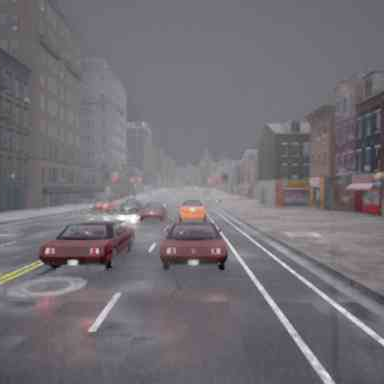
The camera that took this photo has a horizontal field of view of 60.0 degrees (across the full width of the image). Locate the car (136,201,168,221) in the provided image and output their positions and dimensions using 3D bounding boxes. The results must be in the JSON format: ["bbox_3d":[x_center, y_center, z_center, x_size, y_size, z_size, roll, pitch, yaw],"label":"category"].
[{"bbox_3d":[-3.184,1.630,28.251,1.994,1.385,4.181,0,0,0],"label":"car"}]

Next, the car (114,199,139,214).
[{"bbox_3d":[-6.612,1.560,36.342,2.128,1.511,4.902,0,0,0],"label":"car"}]

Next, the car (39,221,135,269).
[{"bbox_3d":[-3.191,1.627,11.194,1.895,1.301,4.718,0,0,0],"label":"car"}]

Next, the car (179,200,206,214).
[{"bbox_3d":[0.059,1.417,27.260,2.097,1.767,4.553,0,0,0],"label":"car"}]

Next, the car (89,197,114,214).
[{"bbox_3d":[-9.861,1.417,36.935,2.097,1.767,4.553,0,0,0],"label":"car"}]

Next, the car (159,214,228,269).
[{"bbox_3d":[0.060,1.627,11.206,1.895,1.301,4.718,0,0,0],"label":"car"}]
